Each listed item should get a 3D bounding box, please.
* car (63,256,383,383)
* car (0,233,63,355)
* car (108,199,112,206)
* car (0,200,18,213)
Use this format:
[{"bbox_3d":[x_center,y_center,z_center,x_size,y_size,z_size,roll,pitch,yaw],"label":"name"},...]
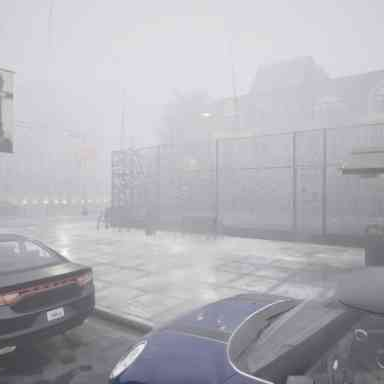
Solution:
[{"bbox_3d":[1.474,1.354,2.256,4.553,1.767,2.185,0,0,35],"label":"car"},{"bbox_3d":[-3.844,1.480,5.864,5.008,1.535,2.097,0,0,35],"label":"car"},{"bbox_3d":[-11.536,1.351,54.304,2.097,1.767,4.553,0,0,35],"label":"car"},{"bbox_3d":[-20.749,1.564,35.073,1.994,1.385,4.181,0,0,35],"label":"car"}]
